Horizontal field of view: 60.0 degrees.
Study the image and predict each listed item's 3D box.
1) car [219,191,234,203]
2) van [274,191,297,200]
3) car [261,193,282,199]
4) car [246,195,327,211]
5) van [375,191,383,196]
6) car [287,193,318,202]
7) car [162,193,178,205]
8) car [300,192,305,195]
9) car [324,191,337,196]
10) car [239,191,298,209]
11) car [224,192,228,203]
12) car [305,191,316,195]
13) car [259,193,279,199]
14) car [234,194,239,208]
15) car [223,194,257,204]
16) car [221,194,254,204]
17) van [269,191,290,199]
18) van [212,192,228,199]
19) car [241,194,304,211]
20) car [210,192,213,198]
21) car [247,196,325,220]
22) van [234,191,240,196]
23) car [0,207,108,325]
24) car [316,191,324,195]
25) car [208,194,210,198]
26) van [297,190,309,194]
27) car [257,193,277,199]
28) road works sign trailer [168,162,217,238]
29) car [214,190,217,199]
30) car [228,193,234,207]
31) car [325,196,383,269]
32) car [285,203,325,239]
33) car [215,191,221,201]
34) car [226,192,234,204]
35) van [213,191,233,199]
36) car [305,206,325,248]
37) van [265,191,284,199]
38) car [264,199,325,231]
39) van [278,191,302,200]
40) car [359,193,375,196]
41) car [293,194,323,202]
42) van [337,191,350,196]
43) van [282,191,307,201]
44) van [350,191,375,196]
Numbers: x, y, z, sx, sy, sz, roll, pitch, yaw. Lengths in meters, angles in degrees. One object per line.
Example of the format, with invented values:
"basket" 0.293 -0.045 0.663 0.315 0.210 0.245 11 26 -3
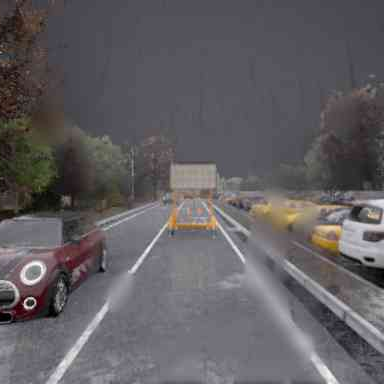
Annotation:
"car" 6.993 1.071 47.708 5.366 1.575 1.946 0 0 0
"van" 20.352 0.685 72.561 4.442 1.987 1.878 0 0 0
"car" 20.580 1.031 86.258 4.892 1.521 2.231 0 -1 0
"car" 7.175 1.230 25.504 5.366 1.575 1.946 0 1 0
"van" 20.007 0.948 30.862 4.442 1.987 1.878 0 0 0
"car" 20.368 0.980 61.349 5.008 1.535 2.097 0 0 0
"car" -3.164 0.919 49.095 2.097 1.767 4.553 0 0 1
"car" 20.307 1.072 53.163 4.674 1.452 2.002 0 0 0
"car" 20.181 0.850 41.956 5.566 2.045 2.435 0 0 0
"car" 7.068 1.055 31.051 4.553 1.767 2.185 0 0 0
"car" 7.125 1.121 44.930 4.792 1.488 2.163 0 0 0
"car" 20.274 1.049 50.269 5.008 1.535 2.097 0 0 0
"car" 20.604 1.057 89.028 5.008 1.535 2.097 0 -1 0
"car" 7.090 1.190 33.825 4.792 1.488 2.163 0 0 0
"car" 7.208 1.057 50.482 4.892 1.521 2.231 0 0 0
"car" 7.219 1.040 53.258 4.892 1.521 2.231 0 0 0
"van" 20.398 0.722 77.953 4.442 1.987 1.878 0 -1 0
"van" 7.671 0.868 92.104 4.442 1.987 1.878 0 -1 0
"car" 7.007 1.205 28.273 4.892 1.521 2.231 0 1 0
"car" 7.418 0.666 72.688 5.566 2.045 2.435 0 0 0
"car" 6.782 1.264 22.855 5.366 1.575 1.946 0 1 0
"van" 7.200 0.917 36.599 4.442 1.987 1.878 0 0 0
"car" -3.345 1.277 7.245 2.097 1.767 4.553 0 1 0
"car" 20.205 0.833 44.726 5.566 2.045 2.435 0 0 0
"car" 7.537 1.066 89.326 5.008 1.535 2.097 0 -1 0
"van" 20.445 0.788 55.931 4.442 1.987 1.878 0 0 0
"car" 20.628 1.085 91.924 5.008 1.535 2.097 0 -1 0
"road works sign trailer" 0.069 0.295 16.711 2.380 3.560 2.880 0 1 3
"car" 7.314 0.969 64.362 5.008 1.535 2.097 0 0 0
"car" 7.078 1.155 39.378 4.792 1.488 2.163 0 0 0
"car" 6.877 1.223 8.849 5.566 2.045 2.435 0 1 0
"car" 6.902 1.392 14.405 4.892 1.521 2.231 0 1 0
"car" 7.063 1.019 56.035 5.366 1.575 1.946 0 0 0
"car" 7.102 1.138 42.154 4.792 1.488 2.163 0 0 0
"van" 7.320 0.731 78.225 4.442 1.987 1.878 0 -1 0
"car" 7.057 1.429 11.628 5.366 1.575 1.946 0 1 0
"van" 20.679 0.777 83.490 4.442 1.987 1.878 0 -1 0
"car" 6.733 1.347 17.182 5.366 1.575 1.946 0 1 0
"van" 20.561 0.703 69.656 4.442 1.987 1.878 0 0 0
"car" 20.144 1.153 33.648 5.008 1.535 2.097 0 0 0
"car" 20.348 1.038 58.578 4.674 1.452 2.002 0 0 0
"van" 20.069 0.893 39.188 4.442 1.987 1.878 0 0 0
"van" 20.539 0.719 67.011 4.442 1.987 1.878 0 0 0
"van" 20.279 0.910 36.415 4.442 1.987 1.878 0 0 0
